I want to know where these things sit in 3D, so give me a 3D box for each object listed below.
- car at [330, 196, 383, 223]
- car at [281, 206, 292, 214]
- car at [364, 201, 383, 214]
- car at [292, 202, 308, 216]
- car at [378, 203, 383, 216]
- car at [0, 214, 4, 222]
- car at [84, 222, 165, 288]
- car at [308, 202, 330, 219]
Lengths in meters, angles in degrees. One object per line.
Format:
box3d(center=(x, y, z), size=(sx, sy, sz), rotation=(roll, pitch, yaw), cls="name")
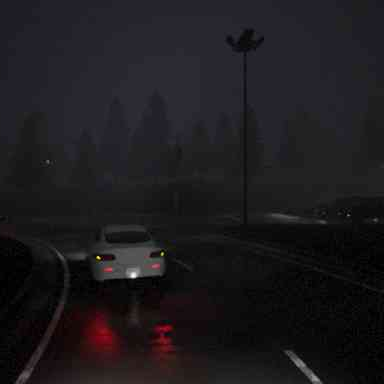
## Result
box3d(center=(14.471, 1.374, 26.686), size=(5.566, 2.045, 2.150), rotation=(0, 0, -5), cls="car")
box3d(center=(12.789, 1.773, 37.082), size=(5.357, 1.411, 2.033), rotation=(0, 0, -5), cls="car")
box3d(center=(22.345, 1.737, 37.829), size=(4.674, 1.442, 1.812), rotation=(0, 0, -5), cls="car")
box3d(center=(12.980, 1.727, 33.566), size=(4.674, 1.442, 1.812), rotation=(0, 0, -4), cls="car")
box3d(center=(22.057, 1.789, 34.305), size=(4.718, 1.301, 1.895), rotation=(0, 0, -5), cls="car")
box3d(center=(-15.976, 1.793, 23.632), size=(4.718, 1.301, 1.895), rotation=(0, 0, 14), cls="car")
box3d(center=(-2.024, 1.595, 9.505), size=(1.812, 1.442, 4.674), rotation=(0, 0, -19), cls="car")
box3d(center=(13.935, 1.398, 30.155), size=(5.566, 2.045, 2.150), rotation=(0, 0, -5), cls="car")
